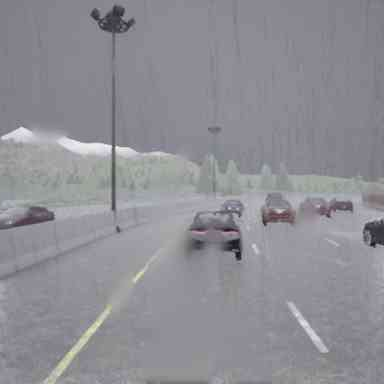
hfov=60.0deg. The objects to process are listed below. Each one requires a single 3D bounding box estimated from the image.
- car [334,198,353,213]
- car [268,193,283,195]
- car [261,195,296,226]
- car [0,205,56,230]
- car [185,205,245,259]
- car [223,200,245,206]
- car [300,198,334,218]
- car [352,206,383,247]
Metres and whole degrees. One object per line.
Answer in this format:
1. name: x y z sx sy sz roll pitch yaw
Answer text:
1. car: 16.164 1.372 36.194 1.882 1.535 5.008 0 0 16
2. car: 10.455 1.095 41.423 2.150 2.045 5.566 0 0 18
3. car: 5.864 1.281 22.974 2.097 1.767 4.553 0 0 10
4. car: -9.256 1.462 18.203 1.812 1.442 4.674 0 0 7
5. car: 0.859 1.451 12.378 2.128 1.511 4.902 0 0 5
6. car: 3.804 1.450 30.630 2.033 1.411 5.357 0 0 13
7. car: 10.716 1.265 29.233 2.097 1.767 4.553 0 0 13
8. car: 7.826 1.459 11.806 2.128 1.511 4.902 0 0 5
